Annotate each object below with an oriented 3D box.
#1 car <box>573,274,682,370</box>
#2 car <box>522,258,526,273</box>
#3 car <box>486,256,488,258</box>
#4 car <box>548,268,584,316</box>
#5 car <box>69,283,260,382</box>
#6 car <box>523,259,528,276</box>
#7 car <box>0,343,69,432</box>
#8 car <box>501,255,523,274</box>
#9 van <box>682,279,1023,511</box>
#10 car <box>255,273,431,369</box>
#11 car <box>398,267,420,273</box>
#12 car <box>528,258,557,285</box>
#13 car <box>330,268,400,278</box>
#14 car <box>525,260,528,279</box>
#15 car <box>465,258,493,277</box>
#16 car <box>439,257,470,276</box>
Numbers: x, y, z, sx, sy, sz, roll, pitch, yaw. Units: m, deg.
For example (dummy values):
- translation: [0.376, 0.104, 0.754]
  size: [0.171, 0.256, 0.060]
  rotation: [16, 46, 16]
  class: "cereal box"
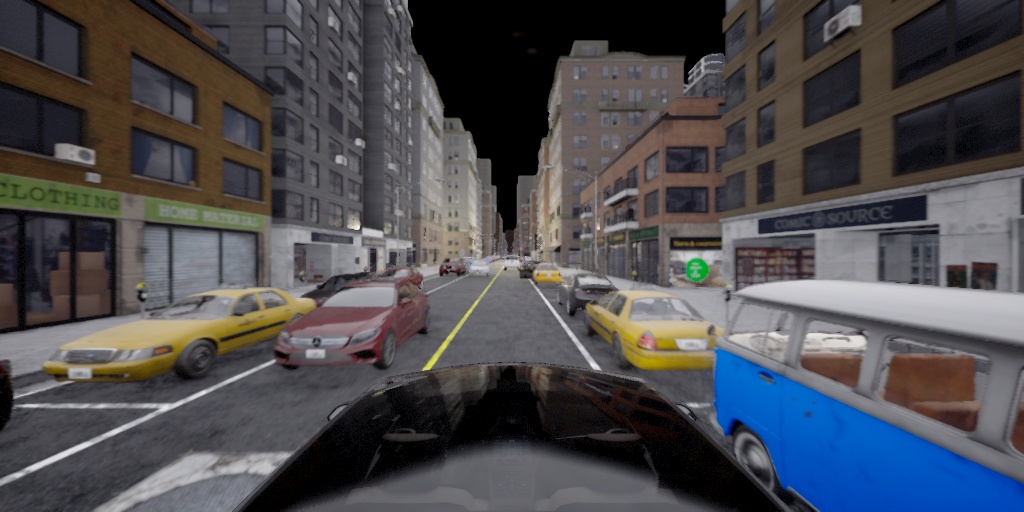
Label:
- translation: [2.666, 1.269, 7.623]
  size: [1.751, 1.417, 4.829]
  rotation: [0, 0, 0]
  class: "car"
- translation: [2.657, 1.241, 47.138]
  size: [2.007, 1.370, 4.403]
  rotation: [0, 0, 0]
  class: "car"
- translation: [-5.872, 1.204, 64.128]
  size: [2.007, 1.370, 4.403]
  rotation: [0, 0, 0]
  class: "car"
- translation: [2.665, 1.287, 13.122]
  size: [2.007, 1.370, 4.403]
  rotation: [0, 0, 0]
  class: "car"
- translation: [-5.859, 1.269, 7.274]
  size: [1.751, 1.417, 4.829]
  rotation: [0, 0, 0]
  class: "car"
- translation: [2.658, 1.264, 41.469]
  size: [1.948, 1.339, 4.313]
  rotation: [0, 0, 0]
  class: "car"
- translation: [-5.858, 1.316, 1.776]
  size: [1.948, 1.339, 4.313]
  rotation: [0, 0, 0]
  class: "car"
- translation: [0.036, 0.911, 49.298]
  size: [2.150, 2.045, 5.566]
  rotation: [0, 0, 1]
  class: "car"
- translation: [2.667, 1.091, 1.784]
  size: [1.690, 1.789, 3.998]
  rotation: [0, 0, 0]
  class: "van"
- translation: [-3.052, 1.269, 7.927]
  size: [1.812, 1.442, 4.674]
  rotation: [0, 0, 0]
  class: "car"
- translation: [-5.862, 1.275, 18.780]
  size: [1.888, 1.381, 4.507]
  rotation: [0, 0, 0]
  class: "car"
- translation: [2.344, 1.177, 25.291]
  size: [1.801, 1.575, 5.366]
  rotation: [0, 0, 0]
  class: "car"
- translation: [-5.861, 1.303, 13.112]
  size: [1.948, 1.339, 4.313]
  rotation: [0, 0, 0]
  class: "car"
- translation: [2.660, 1.272, 35.800]
  size: [1.948, 1.339, 4.313]
  rotation: [0, 0, 0]
  class: "car"
- translation: [-3.095, 1.233, 34.728]
  size: [1.812, 1.442, 4.674]
  rotation: [0, 0, 0]
  class: "car"
- translation: [-5.866, 1.021, 35.786]
  size: [2.192, 1.841, 5.009]
  rotation: [0, 0, 0]
  class: "car"
